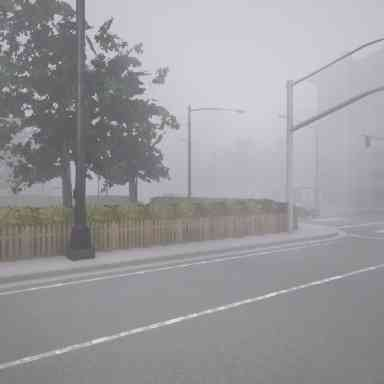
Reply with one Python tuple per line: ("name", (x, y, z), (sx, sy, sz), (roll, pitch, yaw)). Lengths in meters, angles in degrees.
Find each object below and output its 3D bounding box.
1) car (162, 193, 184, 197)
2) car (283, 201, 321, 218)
("car", (-2.338, 1.221, 47.233), (2.150, 2.045, 5.566), (0, 0, -35))
("car", (9.368, 1.526, 30.313), (1.812, 1.442, 4.674), (0, 0, -35))
